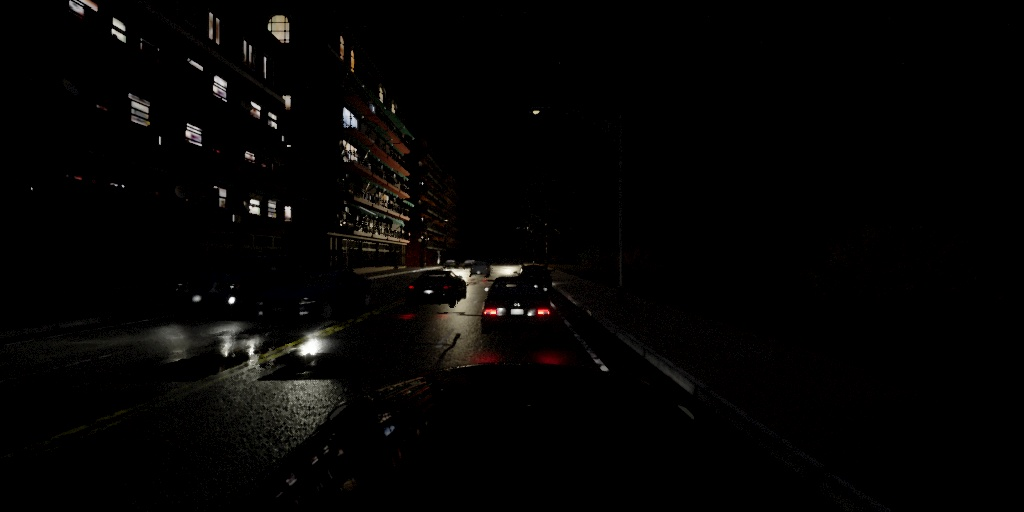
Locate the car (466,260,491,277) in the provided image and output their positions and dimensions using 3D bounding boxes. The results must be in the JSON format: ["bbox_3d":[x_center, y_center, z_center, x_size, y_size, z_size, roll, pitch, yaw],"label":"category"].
[{"bbox_3d":[-3.091,1.277,35.502,1.812,1.442,4.674,0,0,0],"label":"car"}]

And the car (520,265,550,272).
[{"bbox_3d":[1.171,1.257,20.250,1.837,1.490,4.892,0,0,0],"label":"car"}]

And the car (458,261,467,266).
[{"bbox_3d":[-6.492,1.297,55.431,2.033,1.411,5.357,0,0,0],"label":"car"}]

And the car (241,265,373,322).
[{"bbox_3d":[-6.580,1.229,12.555,1.882,1.535,5.008,0,0,0],"label":"car"}]

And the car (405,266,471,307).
[{"bbox_3d":[-3.125,1.315,15.454,1.994,1.385,4.181,0,0,0],"label":"car"}]

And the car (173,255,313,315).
[{"bbox_3d":[-9.831,0.973,13.951,2.150,2.045,5.566,0,0,0],"label":"car"}]

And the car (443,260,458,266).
[{"bbox_3d":[-9.731,1.314,57.324,1.994,1.385,4.181,0,0,0],"label":"car"}]

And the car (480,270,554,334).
[{"bbox_3d":[0.118,1.299,10.561,2.033,1.411,5.357,0,0,0],"label":"car"}]
